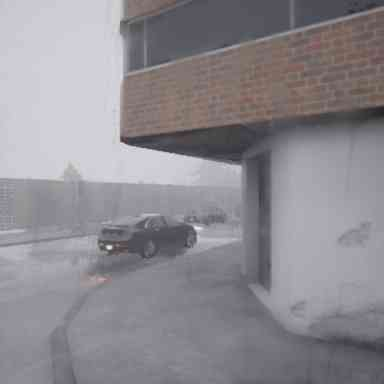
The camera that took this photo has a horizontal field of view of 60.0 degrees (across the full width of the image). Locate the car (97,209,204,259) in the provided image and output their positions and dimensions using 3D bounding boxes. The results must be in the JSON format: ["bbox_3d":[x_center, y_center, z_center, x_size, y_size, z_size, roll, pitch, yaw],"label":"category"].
[{"bbox_3d":[-1.583,1.629,13.310,1.837,1.490,4.892,-2,-1,30],"label":"car"}]

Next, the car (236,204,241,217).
[{"bbox_3d":[6.531,1.536,34.329,2.150,2.045,5.566,0,-1,32],"label":"car"}]

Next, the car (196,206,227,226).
[{"bbox_3d":[1.038,1.800,25.597,1.994,1.385,4.181,0,-1,32],"label":"car"}]
